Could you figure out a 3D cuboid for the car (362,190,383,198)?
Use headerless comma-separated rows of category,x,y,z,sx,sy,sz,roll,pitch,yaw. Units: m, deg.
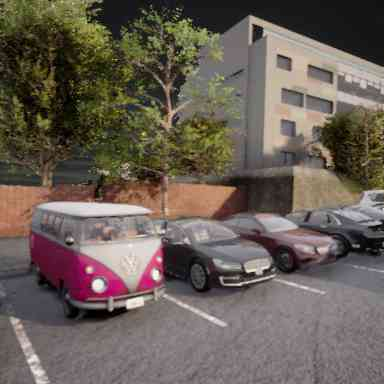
car,11.422,0.912,16.990,2.435,2.045,5.566,-1,1,-35

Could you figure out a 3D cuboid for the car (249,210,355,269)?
car,2.285,1.401,10.567,2.002,1.452,4.674,-1,1,-35

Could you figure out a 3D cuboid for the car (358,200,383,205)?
car,6.844,1.263,13.796,2.231,1.521,4.892,-1,1,-35

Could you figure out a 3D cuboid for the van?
van,-2.209,1.229,7.244,1.878,1.987,4.442,-1,0,-35

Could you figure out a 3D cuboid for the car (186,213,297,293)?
car,0.004,1.412,8.959,2.231,1.521,4.892,-1,1,-35

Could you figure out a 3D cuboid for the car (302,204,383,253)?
car,4.469,1.315,12.101,2.231,1.521,4.892,-1,1,-35

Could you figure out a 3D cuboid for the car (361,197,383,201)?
car,9.131,1.212,15.398,2.097,1.535,5.008,-1,1,-35
